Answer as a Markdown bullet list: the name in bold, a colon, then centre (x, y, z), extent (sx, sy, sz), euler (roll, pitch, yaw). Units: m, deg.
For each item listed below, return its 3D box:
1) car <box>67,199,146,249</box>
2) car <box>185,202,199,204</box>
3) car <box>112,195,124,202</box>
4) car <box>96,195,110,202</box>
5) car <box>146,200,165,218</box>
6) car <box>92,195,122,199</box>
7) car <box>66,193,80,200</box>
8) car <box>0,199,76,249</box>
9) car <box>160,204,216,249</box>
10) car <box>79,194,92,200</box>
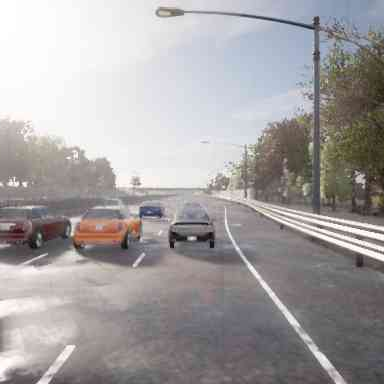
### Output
- **car**: centre (-3.500, 1.366, 14.621), extent (2.097, 1.767, 4.553), euler (0, 0, 0)
- **car**: centre (0.000, 1.572, 29.651), extent (2.033, 1.411, 5.357), euler (0, 0, 0)
- **car**: centre (-17.500, 1.559, 78.868), extent (1.837, 1.490, 4.892), euler (0, 0, 0)
- **car**: centre (-21.000, 1.584, 78.869), extent (2.128, 1.511, 4.902), euler (0, 0, 0)
- **car**: centre (-3.500, 1.494, 29.651), extent (1.882, 1.535, 5.008), euler (0, 0, 0)
- **car**: centre (-7.000, 1.375, 29.621), extent (2.097, 1.767, 4.553), euler (0, 0, 0)
- **car**: centre (-28.000, 1.283, 78.839), extent (2.150, 2.045, 5.566), euler (0, 0, 0)
- **car**: centre (-7.000, 1.366, 14.621), extent (2.097, 1.767, 4.553), euler (0, 0, 0)
- **car**: centre (0.000, 1.495, 14.651), extent (2.128, 1.511, 4.902), euler (0, 0, 0)
- **car**: centre (-24.500, 1.654, 78.838), extent (1.895, 1.301, 4.718), euler (0, 0, 0)
